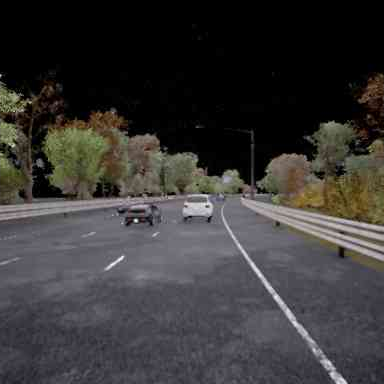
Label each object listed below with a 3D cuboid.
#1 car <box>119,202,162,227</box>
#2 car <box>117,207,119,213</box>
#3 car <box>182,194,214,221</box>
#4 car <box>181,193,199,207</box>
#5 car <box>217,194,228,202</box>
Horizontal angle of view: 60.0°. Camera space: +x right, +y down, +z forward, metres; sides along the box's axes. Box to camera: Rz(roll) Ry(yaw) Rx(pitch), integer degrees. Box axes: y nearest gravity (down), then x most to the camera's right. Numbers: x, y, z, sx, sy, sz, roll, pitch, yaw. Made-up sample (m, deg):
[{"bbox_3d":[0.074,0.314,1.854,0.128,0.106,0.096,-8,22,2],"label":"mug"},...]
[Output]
[{"bbox_3d":[-3.275,1.523,23.102,1.837,1.490,4.892,0,0,5],"label":"car"},{"bbox_3d":[-5.909,1.631,33.449,1.895,1.301,4.718,0,0,5],"label":"car"},{"bbox_3d":[0.564,1.239,27.189,2.150,2.045,5.566,0,0,5],"label":"car"},{"bbox_3d":[-0.223,1.273,53.578,2.150,2.045,5.566,0,0,7],"label":"car"},{"bbox_3d":[7.275,1.613,81.967,1.812,1.442,4.674,0,0,9],"label":"car"}]
